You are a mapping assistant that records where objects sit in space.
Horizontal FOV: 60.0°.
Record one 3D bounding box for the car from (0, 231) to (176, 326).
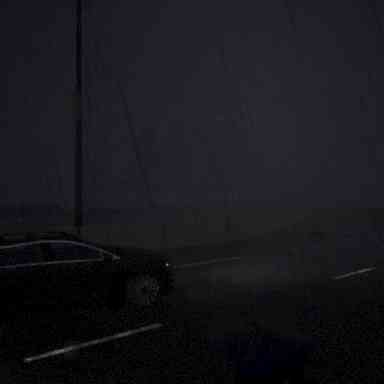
[{"bbox_3d":[-2.613,1.492,6.181,4.902,1.511,2.128,0,0,-35],"label":"car"}]
